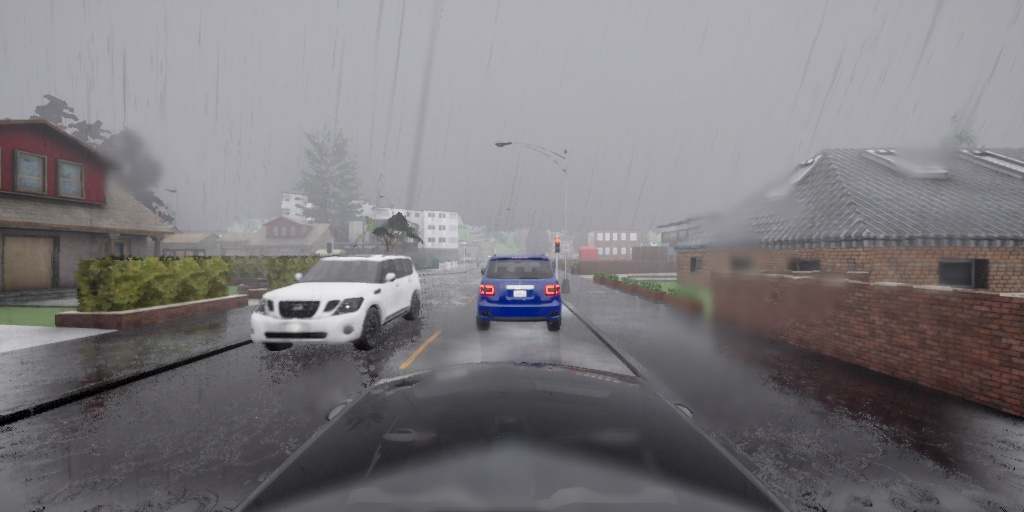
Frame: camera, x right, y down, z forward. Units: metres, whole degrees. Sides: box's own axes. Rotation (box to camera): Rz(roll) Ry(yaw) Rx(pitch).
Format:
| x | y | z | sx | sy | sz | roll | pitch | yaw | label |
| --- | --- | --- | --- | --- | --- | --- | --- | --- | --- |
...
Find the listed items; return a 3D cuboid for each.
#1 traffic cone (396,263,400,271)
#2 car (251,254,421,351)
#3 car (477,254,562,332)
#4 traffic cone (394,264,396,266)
| x | y | z | sx | sy | sz | roll | pitch | yaw | label |
| --- | --- | --- | --- | --- | --- | --- | --- | --- | --- |
| -15.027 | 1.558 | 46.504 | 0.344 | 0.586 | 0.344 | 0 | 0 | 0 | traffic cone |
| -3.998 | 0.970 | 9.393 | 2.150 | 2.045 | 5.566 | 0 | 0 | 0 | car |
| 0.191 | 0.971 | 11.049 | 2.150 | 2.045 | 5.566 | 0 | 0 | 0 | car |
| -15.393 | 1.561 | 45.937 | 0.344 | 0.586 | 0.344 | 0 | 0 | 0 | traffic cone |
